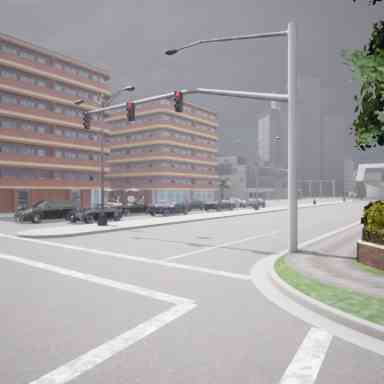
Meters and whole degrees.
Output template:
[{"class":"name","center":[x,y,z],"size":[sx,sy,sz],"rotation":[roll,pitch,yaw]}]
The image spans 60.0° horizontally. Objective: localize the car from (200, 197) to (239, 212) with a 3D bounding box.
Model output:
[{"class":"car","center":[3.308,1.601,39.407],"size":[1.895,1.301,4.718],"rotation":[0,0,36]}]

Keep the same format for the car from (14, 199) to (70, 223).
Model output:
[{"class":"car","center":[-11.103,1.352,25.576],"size":[2.097,1.767,4.553],"rotation":[0,0,36]}]

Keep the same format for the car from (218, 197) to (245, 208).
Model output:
[{"class":"car","center":[5.835,1.526,48.783],"size":[1.812,1.442,4.674],"rotation":[0,0,36]}]

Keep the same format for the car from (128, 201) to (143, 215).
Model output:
[{"class":"car","center":[-5.835,1.601,32.808],"size":[1.895,1.301,4.718],"rotation":[0,0,36]}]

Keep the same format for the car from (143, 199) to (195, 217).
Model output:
[{"class":"car","center":[-2.087,1.601,32.000],"size":[1.895,1.301,4.718],"rotation":[0,0,36]}]

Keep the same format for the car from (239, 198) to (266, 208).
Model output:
[{"class":"car","center":[8.846,1.526,46.970],"size":[1.812,1.442,4.674],"rotation":[0,0,36]}]

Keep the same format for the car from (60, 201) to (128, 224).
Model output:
[{"class":"car","center":[-7.245,1.564,24.920],"size":[1.994,1.385,4.181],"rotation":[0,0,36]}]

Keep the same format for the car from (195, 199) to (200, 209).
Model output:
[{"class":"car","center":[-0.196,1.547,40.545],"size":[2.033,1.411,5.357],"rotation":[0,0,36]}]
